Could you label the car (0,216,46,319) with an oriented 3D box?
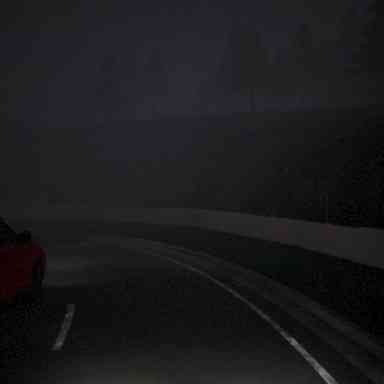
[{"bbox_3d":[-3.952,1.257,4.999,2.150,2.045,5.566,0,0,-9],"label":"car"}]
